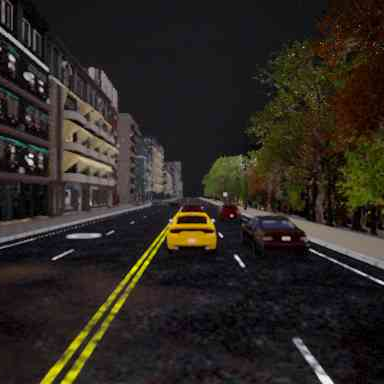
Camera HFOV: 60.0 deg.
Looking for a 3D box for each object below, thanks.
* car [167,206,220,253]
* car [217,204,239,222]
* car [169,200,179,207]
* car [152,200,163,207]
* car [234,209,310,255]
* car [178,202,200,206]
[{"bbox_3d":[0.004,1.615,14.481,1.882,1.535,5.008,0,0,0],"label":"car"},{"bbox_3d":[3.248,1.807,29.376,1.812,1.442,4.674,0,0,0],"label":"car"},{"bbox_3d":[-3.290,2.219,63.684,1.895,1.301,4.718,0,-1,1],"label":"car"},{"bbox_3d":[-6.535,2.165,63.697,2.033,1.411,5.357,0,-1,1],"label":"car"},{"bbox_3d":[3.247,1.680,13.986,2.033,1.411,5.357,0,-1,0],"label":"car"},{"bbox_3d":[0.000,1.760,29.489,1.882,1.535,5.008,0,0,0],"label":"car"}]
